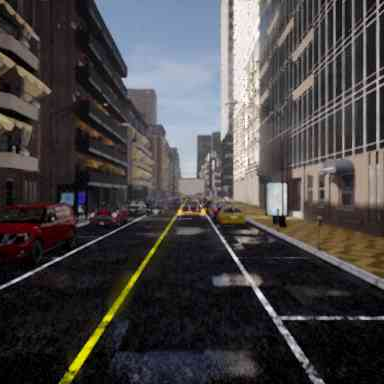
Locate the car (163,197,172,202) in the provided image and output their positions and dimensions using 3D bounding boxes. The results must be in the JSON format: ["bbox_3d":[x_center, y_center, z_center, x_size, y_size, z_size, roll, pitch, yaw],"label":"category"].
[{"bbox_3d":[-5.776,1.780,79.649,1.802,1.307,4.206,0,0,0],"label":"car"}]

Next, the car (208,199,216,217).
[{"bbox_3d":[2.659,1.503,28.821,1.967,1.590,4.097,0,0,0],"label":"car"}]

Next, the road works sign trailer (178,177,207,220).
[{"bbox_3d":[-0.031,0.527,28.980,2.380,3.560,2.880,0,0,0],"label":"road works sign trailer"}]

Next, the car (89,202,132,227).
[{"bbox_3d":[-5.715,1.491,23.165,1.967,1.590,4.097,0,0,0],"label":"car"}]

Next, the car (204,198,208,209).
[{"bbox_3d":[2.653,1.626,34.471,2.008,1.369,4.403,0,0,0],"label":"car"}]

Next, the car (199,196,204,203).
[{"bbox_3d":[2.611,1.726,74.010,1.887,1.381,4.507,0,0,0],"label":"car"}]

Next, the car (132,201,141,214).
[{"bbox_3d":[-5.728,1.627,34.461,2.008,1.369,4.403,0,0,0],"label":"car"}]

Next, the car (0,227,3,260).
[{"bbox_3d":[-5.697,1.596,6.219,1.802,1.307,4.206,0,0,0],"label":"car"}]

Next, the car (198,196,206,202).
[{"bbox_3d":[2.598,1.766,85.307,2.008,1.369,4.403,0,0,0],"label":"car"}]

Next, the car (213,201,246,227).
[{"bbox_3d":[2.665,1.576,23.344,1.752,1.417,4.829,0,0,0],"label":"car"}]

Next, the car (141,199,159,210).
[{"bbox_3d":[-5.740,1.670,45.758,1.947,1.339,4.313,0,0,0],"label":"car"}]

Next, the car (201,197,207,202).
[{"bbox_3d":[2.641,1.669,45.768,1.947,1.339,4.313,0,0,0],"label":"car"}]

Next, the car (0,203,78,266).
[{"bbox_3d":[-5.704,1.341,11.868,2.192,1.841,5.009,0,0,0],"label":"car"}]

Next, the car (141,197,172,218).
[{"bbox_3d":[-3.131,1.560,31.336,2.128,1.511,4.902,0,0,0],"label":"car"}]
